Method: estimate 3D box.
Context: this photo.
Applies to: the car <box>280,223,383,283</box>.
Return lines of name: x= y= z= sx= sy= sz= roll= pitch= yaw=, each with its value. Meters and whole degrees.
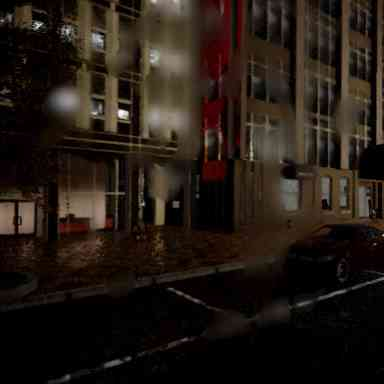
car: x=4.398 y=1.587 z=9.689 sx=4.206 sy=1.307 sz=1.802 roll=0 pitch=1 yaw=-36
